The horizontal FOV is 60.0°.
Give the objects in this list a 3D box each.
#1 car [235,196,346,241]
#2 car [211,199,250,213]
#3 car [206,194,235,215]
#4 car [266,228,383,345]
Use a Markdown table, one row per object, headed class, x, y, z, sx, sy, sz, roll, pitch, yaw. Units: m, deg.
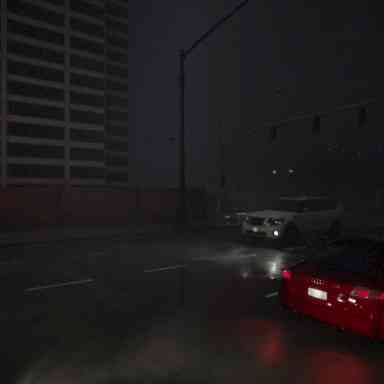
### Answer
| class | x | y | z | sx | sy | sz | roll | pitch | yaw |
| --- | --- | --- | --- | --- | --- | --- | --- | --- | --- |
| car | 4.936 | 1.220 | 15.607 | 5.566 | 2.045 | 2.150 | 0 | 1 | -35 |
| car | 4.326 | 1.524 | 38.423 | 1.812 | 1.442 | 4.674 | 0 | 0 | -36 |
| car | 2.619 | 1.213 | 34.775 | 2.150 | 2.045 | 5.566 | 0 | 1 | -36 |
| car | 3.608 | 1.563 | 6.372 | 4.181 | 1.385 | 1.994 | 0 | 0 | -35 |
